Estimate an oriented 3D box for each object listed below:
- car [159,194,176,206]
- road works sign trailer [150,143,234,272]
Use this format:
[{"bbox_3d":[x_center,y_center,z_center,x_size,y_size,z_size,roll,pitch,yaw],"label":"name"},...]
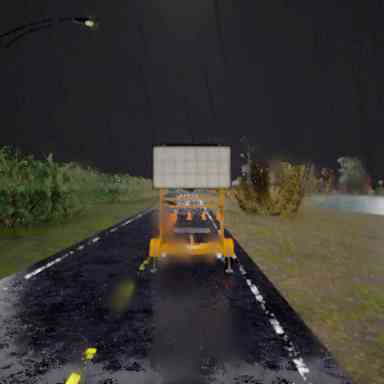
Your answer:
[{"bbox_3d":[-2.863,0.998,40.301,2.033,1.411,5.357,0,1,0],"label":"car"},{"bbox_3d":[-0.004,0.316,10.211,2.380,3.560,2.880,0,1,0],"label":"road works sign trailer"}]
